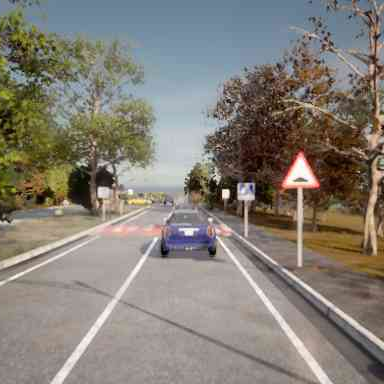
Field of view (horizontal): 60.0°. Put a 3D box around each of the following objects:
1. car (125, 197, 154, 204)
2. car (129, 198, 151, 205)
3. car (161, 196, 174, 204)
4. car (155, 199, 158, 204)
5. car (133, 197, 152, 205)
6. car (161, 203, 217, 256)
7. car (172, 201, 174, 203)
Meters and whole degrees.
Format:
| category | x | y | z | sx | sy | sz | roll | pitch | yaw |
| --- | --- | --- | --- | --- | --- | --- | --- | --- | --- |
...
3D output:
| category | x | y | z | sx | sy | sz | roll | pitch | yaw |
| --- | --- | --- | --- | --- | --- | --- | --- | --- | --- |
| car | -12.027 | 2.147 | 76.226 | 5.366 | 1.575 | 1.946 | 0 | -2 | -2 |
| car | -12.292 | 2.233 | 78.988 | 4.892 | 1.521 | 2.231 | 0 | -2 | -2 |
| car | -4.999 | 1.793 | 71.679 | 2.150 | 2.045 | 5.566 | 0 | -1 | -2 |
| car | -12.483 | 2.269 | 87.311 | 5.566 | 2.045 | 2.435 | 0 | -2 | -2 |
| car | -12.468 | 2.293 | 84.535 | 4.553 | 1.767 | 2.185 | 0 | -2 | -2 |
| car | -0.160 | 1.521 | 14.108 | 2.097 | 1.767 | 4.553 | 0 | -1 | -1 |
| car | -0.575 | 1.738 | 29.337 | 1.837 | 1.490 | 4.892 | 0 | 0 | -1 |
